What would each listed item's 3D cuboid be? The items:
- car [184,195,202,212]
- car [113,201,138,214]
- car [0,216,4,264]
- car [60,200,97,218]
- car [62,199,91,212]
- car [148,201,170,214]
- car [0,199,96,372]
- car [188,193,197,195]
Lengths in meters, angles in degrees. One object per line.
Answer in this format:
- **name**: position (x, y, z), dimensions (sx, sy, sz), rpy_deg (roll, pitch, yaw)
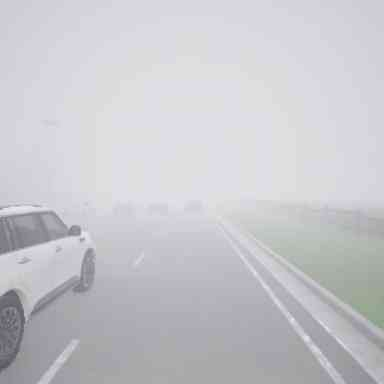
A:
- **car**: position (0.104, 1.485, 38.838), dimensions (1.882, 1.535, 5.008), rpy_deg (0, 0, 0)
- **car**: position (-6.896, 1.608, 34.988), dimensions (1.895, 1.301, 4.718), rpy_deg (0, 0, 0)
- **car**: position (-6.900, 1.507, 8.115), dimensions (1.837, 1.490, 4.892), rpy_deg (0, 0, 0)
- **car**: position (-10.396, 1.532, 30.876), dimensions (1.812, 1.442, 4.674), rpy_deg (0, 0, 0)
- **car**: position (-13.898, 1.573, 40.330), dimensions (1.994, 1.385, 4.181), rpy_deg (0, 0, 0)
- **car**: position (-3.396, 1.608, 34.988), dimensions (1.895, 1.301, 4.718), rpy_deg (0, 0, 0)
- **car**: position (-3.400, 1.223, 5.771), dimensions (2.150, 2.045, 5.566), rpy_deg (0, 0, 0)
- **car**: position (0.108, 1.232, 65.457), dimensions (2.150, 2.045, 5.566), rpy_deg (0, 0, 0)
